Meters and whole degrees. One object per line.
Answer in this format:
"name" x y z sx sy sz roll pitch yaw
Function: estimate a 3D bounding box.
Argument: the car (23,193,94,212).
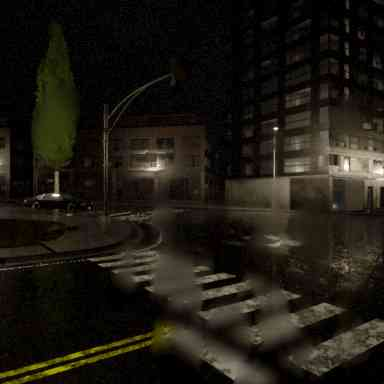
"car" -10.548 0.787 26.294 5.357 1.411 2.033 1 0 11
